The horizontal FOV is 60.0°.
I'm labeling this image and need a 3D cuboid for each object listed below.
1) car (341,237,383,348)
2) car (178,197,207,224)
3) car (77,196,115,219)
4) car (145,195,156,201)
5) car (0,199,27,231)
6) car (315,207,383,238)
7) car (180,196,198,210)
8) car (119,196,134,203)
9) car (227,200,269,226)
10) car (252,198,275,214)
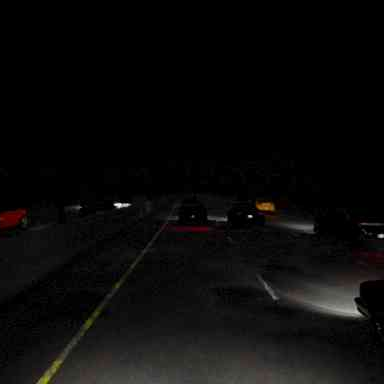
[{"bbox_3d":[3.600,1.533,3.019,2.033,1.411,5.357,0,0,0],"label":"car"},{"bbox_3d":[0.028,1.370,23.437,1.882,1.535,5.008,0,1,-1],"label":"car"},{"bbox_3d":[-7.195,1.361,25.311,1.882,1.535,5.008,0,0,-1],"label":"car"},{"bbox_3d":[-8.236,1.216,66.774,2.033,1.411,5.357,0,0,-2],"label":"car"},{"bbox_3d":[-10.626,1.272,17.444,2.097,1.767,4.553,0,0,0],"label":"car"},{"bbox_3d":[7.096,1.423,14.889,2.128,1.511,4.902,0,0,0],"label":"car"},{"bbox_3d":[-0.394,1.303,41.151,2.128,1.511,4.902,0,0,-2],"label":"car"},{"bbox_3d":[-11.529,1.340,58.718,1.895,1.301,4.718,0,0,-1],"label":"car"},{"bbox_3d":[3.542,1.461,22.377,1.994,1.385,4.181,0,0,-1],"label":"car"},{"bbox_3d":[6.823,1.325,33.332,1.882,1.535,5.008,0,0,-1],"label":"car"}]
